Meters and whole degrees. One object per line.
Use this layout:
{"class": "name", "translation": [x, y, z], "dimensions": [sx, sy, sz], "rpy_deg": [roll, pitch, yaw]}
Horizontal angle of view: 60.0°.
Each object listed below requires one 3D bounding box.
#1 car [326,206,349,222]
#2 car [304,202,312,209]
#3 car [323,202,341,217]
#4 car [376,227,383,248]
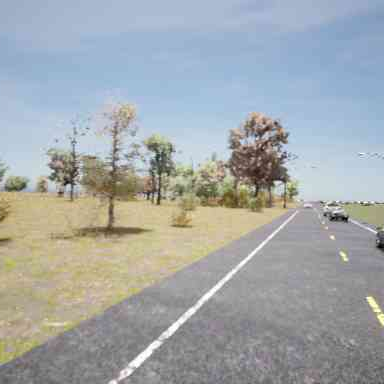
{"class": "car", "translation": [17.020, 2.708, 38.717], "dimensions": [1.895, 1.301, 4.718], "rpy_deg": [2, -1, 20]}
{"class": "car", "translation": [29.915, 3.596, 85.801], "dimensions": [1.812, 1.442, 4.674], "rpy_deg": [2, -1, 19]}
{"class": "car", "translation": [20.572, 2.573, 48.827], "dimensions": [2.150, 2.045, 5.566], "rpy_deg": [2, 0, 19]}
{"class": "car", "translation": [9.775, 2.083, 15.160], "dimensions": [1.837, 1.490, 4.892], "rpy_deg": [2, -1, 19]}
